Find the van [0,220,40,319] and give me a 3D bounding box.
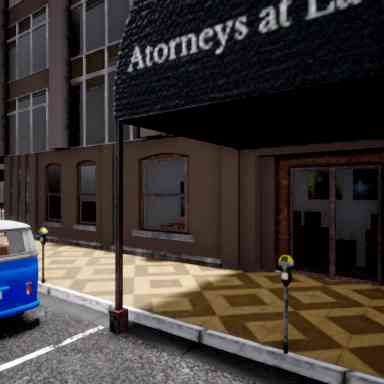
[{"bbox_3d":[-4.484,1.341,6.066,3.998,1.788,1.690,0,0,35],"label":"van"}]
